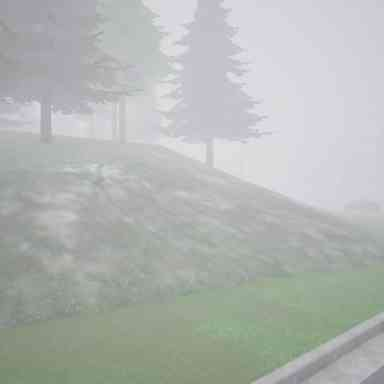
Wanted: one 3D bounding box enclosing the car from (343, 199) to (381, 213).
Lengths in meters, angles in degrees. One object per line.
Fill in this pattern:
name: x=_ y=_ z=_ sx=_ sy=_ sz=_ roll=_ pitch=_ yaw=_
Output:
car: x=18.930 y=1.476 z=37.246 sx=1.882 sy=1.535 sz=5.008 roll=0 pitch=0 yaw=-5
